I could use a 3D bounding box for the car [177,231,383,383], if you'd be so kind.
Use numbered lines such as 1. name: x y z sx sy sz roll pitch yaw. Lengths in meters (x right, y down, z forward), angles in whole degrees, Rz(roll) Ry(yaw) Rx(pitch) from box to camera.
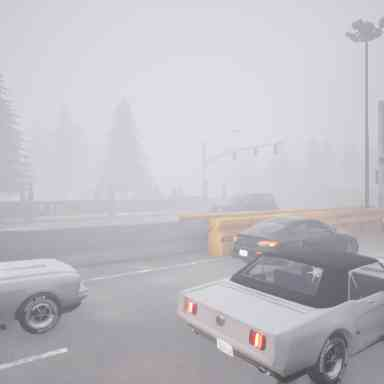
1. car: 2.212 1.577 5.310 4.718 1.301 1.895 -1 0 -35

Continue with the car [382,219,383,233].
1. car: 10.661 1.408 15.598 4.674 1.442 1.812 -1 0 -36

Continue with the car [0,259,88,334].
1. car: -4.140 1.601 5.092 4.718 1.301 1.895 0 0 -35

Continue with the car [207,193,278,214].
1. car: 3.714 1.112 23.694 5.566 2.045 2.150 0 0 -35

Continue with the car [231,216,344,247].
1. car: 3.276 1.474 10.352 4.674 1.442 1.812 -1 0 -35
